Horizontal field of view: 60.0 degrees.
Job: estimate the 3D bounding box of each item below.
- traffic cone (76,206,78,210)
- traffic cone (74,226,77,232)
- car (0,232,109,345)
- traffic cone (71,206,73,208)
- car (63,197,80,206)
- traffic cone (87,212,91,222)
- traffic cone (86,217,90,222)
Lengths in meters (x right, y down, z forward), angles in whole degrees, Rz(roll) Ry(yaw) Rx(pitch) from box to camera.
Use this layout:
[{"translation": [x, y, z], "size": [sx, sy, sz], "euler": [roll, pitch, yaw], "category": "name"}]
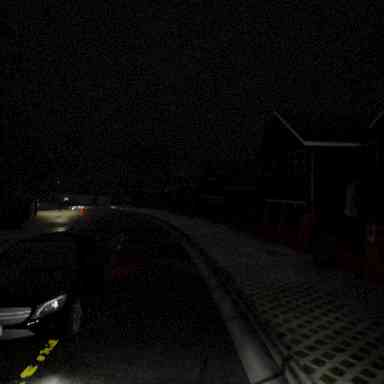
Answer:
[{"translation": [-15.653, 2.157, 45.437], "size": [0.340, 0.580, 0.340], "euler": [0, 0, -27], "category": "traffic cone"}, {"translation": [-6.229, 2.114, 17.791], "size": [0.340, 0.580, 0.340], "euler": [0, 0, -11], "category": "traffic cone"}, {"translation": [-2.841, 1.594, 6.693], "size": [1.812, 1.442, 4.674], "euler": [0, -1, -5], "category": "car"}, {"translation": [-17.962, 2.156, 49.741], "size": [0.340, 0.580, 0.340], "euler": [0, 0, -30], "category": "traffic cone"}, {"translation": [-21.025, 1.685, 57.902], "size": [2.128, 1.511, 4.902], "euler": [0, 0, -38], "category": "car"}, {"translation": [-8.503, 2.154, 27.287], "size": [0.340, 0.580, 0.340], "euler": [0, 0, -16], "category": "traffic cone"}, {"translation": [-7.255, 2.139, 22.566], "size": [0.340, 0.580, 0.340], "euler": [0, 0, -13], "category": "traffic cone"}]
